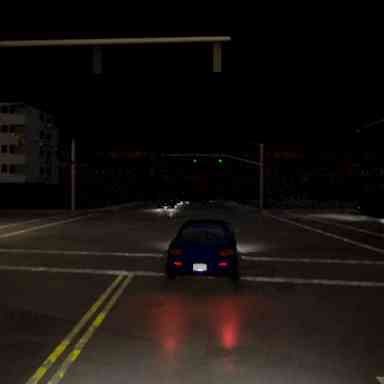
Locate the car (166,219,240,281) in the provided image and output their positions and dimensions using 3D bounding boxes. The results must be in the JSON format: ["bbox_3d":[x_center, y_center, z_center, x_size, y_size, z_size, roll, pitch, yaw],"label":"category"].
[{"bbox_3d":[0.417,1.510,9.770,1.812,1.442,4.674,0,0,6],"label":"car"}]

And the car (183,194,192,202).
[{"bbox_3d":[-0.724,1.298,76.386,2.097,1.767,4.553,0,0,27],"label":"car"}]

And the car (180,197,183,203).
[{"bbox_3d":[-3.443,1.302,66.577,2.097,1.767,4.553,0,0,2],"label":"car"}]

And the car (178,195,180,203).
[{"bbox_3d":[-3.554,1.483,56.700,1.812,1.442,4.674,0,0,1],"label":"car"}]

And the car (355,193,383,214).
[{"bbox_3d":[18.136,1.059,30.638,5.566,2.045,2.150,-1,0,0],"label":"car"}]

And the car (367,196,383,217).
[{"bbox_3d":[17.548,1.321,27.142,5.008,1.535,1.882,-1,0,1],"label":"car"}]

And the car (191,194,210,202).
[{"bbox_3d":[2.397,1.469,74.782,2.128,1.511,4.902,0,0,27],"label":"car"}]

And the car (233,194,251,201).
[{"bbox_3d":[12.825,1.291,84.756,4.553,1.767,2.097,0,0,-24],"label":"car"}]

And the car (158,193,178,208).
[{"bbox_3d":[-3.577,1.186,47.063,2.150,2.045,5.566,0,0,0],"label":"car"}]
